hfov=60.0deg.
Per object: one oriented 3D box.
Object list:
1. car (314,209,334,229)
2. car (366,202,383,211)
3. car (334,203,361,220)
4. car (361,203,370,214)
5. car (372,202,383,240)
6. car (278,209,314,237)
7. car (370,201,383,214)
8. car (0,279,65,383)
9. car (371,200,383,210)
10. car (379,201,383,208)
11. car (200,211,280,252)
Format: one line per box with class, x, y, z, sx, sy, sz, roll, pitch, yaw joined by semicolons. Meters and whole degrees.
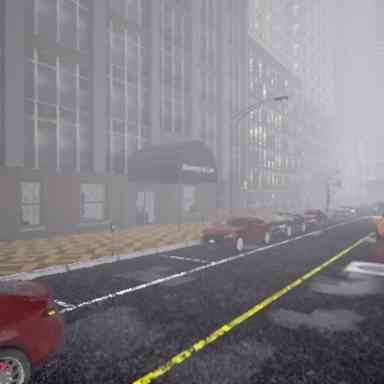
car;8.698;1.902;24.257;1.802;1.307;4.206;-1;-1;36
car;28.517;2.295;52.006;1.802;1.307;4.206;-1;-1;36
car;15.304;2.002;33.507;2.008;1.369;4.403;-1;-1;36
car;21.910;2.133;42.756;2.008;1.369;4.403;-1;-1;36
car;11.447;1.607;18.130;2.097;1.767;4.553;0;-1;36
car;5.394;1.805;19.633;2.008;1.369;4.403;-1;-1;36
car;23.053;1.921;39.716;2.097;1.767;4.553;0;-1;36
car;-3.421;1.550;2.825;1.812;1.442;4.674;0;-1;36
car;31.819;2.218;56.633;1.967;1.590;4.097;-1;-1;36
car;38.328;2.432;65.743;1.752;1.417;4.829;-1;-1;36
car;2.092;1.733;15.008;1.887;1.381;4.507;-1;-1;36
